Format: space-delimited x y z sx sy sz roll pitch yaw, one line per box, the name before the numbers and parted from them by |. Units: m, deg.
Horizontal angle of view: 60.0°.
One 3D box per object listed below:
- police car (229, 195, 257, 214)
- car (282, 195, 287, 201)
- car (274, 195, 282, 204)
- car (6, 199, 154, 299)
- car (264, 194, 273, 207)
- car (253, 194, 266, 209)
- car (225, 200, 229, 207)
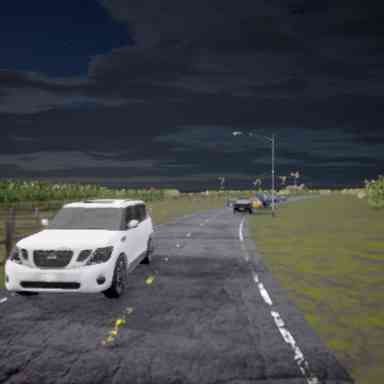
police car | 5.615 1.467 35.834 1.930 1.638 5.238 0 0 15
car | 21.398 1.454 79.144 1.994 1.385 4.181 0 0 23
car | 16.097 1.342 66.525 2.097 1.767 4.553 0 0 23
car | -2.441 1.230 8.885 2.150 2.045 5.566 0 0 4
car | 10.445 1.263 50.743 2.150 2.045 5.566 0 0 21
car | 8.486 1.495 45.338 1.801 1.575 5.366 0 0 19
car | 6.411 1.579 50.199 2.033 1.411 5.357 0 0 20
